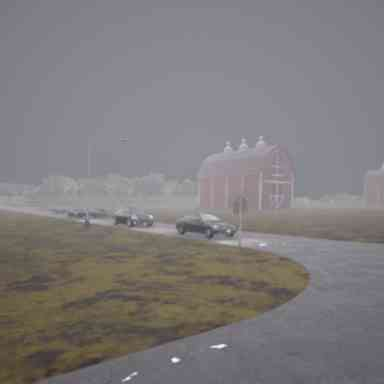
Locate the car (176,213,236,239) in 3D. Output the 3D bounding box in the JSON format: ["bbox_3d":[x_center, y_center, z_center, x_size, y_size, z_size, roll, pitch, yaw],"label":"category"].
[{"bbox_3d":[0.734,2.028,20.871,1.812,1.442,4.674,2,-3,-36],"label":"car"}]

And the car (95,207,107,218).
[{"bbox_3d":[-13.098,2.767,45.193,2.128,1.511,4.902,2,-3,-36],"label":"car"}]

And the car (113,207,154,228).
[{"bbox_3d":[-5.158,2.105,29.084,2.097,1.767,4.553,2,-3,-35],"label":"car"}]

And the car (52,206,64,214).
[{"bbox_3d":[-23.826,3.247,60.134,2.033,1.411,5.357,2,-3,-36],"label":"car"}]

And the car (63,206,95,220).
[{"bbox_3d":[-14.241,2.738,41.758,1.895,1.301,4.718,2,-3,-35],"label":"car"}]
